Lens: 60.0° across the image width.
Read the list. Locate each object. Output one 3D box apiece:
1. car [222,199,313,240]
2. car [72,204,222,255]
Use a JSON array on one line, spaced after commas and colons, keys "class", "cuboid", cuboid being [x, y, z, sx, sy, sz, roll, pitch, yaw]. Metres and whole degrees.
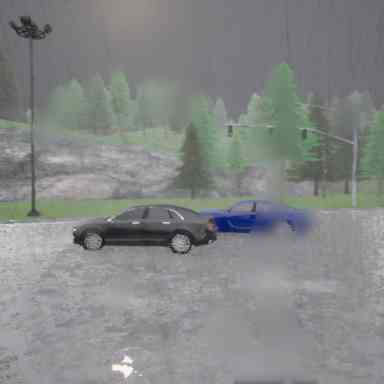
[{"class": "car", "cuboid": [2.433, 1.052, 14.061, 5.008, 1.535, 1.882, 0, 1, 17]}, {"class": "car", "cuboid": [-1.583, 1.167, 11.269, 4.892, 1.490, 1.837, 0, 0, 9]}]
